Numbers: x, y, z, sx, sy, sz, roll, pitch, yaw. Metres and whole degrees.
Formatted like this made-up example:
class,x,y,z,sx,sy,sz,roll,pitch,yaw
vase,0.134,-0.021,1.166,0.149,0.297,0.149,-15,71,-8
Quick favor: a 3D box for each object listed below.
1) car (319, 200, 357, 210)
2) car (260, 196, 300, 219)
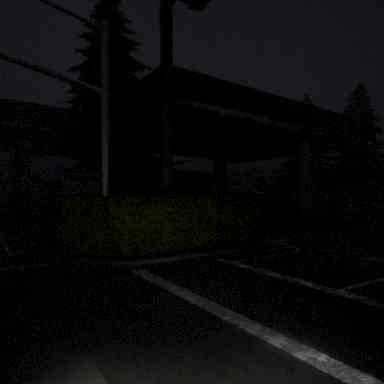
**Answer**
class,x,y,z,sx,sy,sz,roll,pitch,yaw
car,17.648,1.591,40.640,1.895,1.301,4.718,0,0,-32
car,7.750,1.327,29.036,1.905,1.878,3.866,0,0,-33
